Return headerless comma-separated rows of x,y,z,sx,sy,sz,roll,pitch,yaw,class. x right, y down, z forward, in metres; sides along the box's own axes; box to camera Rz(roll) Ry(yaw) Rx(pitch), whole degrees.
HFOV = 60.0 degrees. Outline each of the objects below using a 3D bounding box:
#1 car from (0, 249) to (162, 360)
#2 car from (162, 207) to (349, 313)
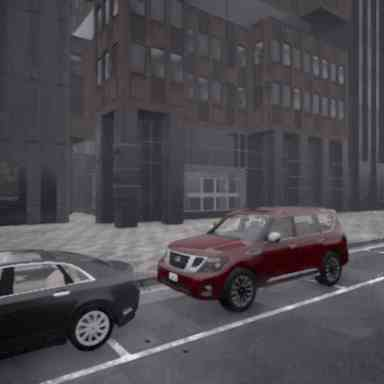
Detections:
-2.873,1.551,4.599,4.403,1.369,2.008,0,0,-36,car
1.692,1.310,7.859,5.009,1.841,2.192,0,0,-36,car
